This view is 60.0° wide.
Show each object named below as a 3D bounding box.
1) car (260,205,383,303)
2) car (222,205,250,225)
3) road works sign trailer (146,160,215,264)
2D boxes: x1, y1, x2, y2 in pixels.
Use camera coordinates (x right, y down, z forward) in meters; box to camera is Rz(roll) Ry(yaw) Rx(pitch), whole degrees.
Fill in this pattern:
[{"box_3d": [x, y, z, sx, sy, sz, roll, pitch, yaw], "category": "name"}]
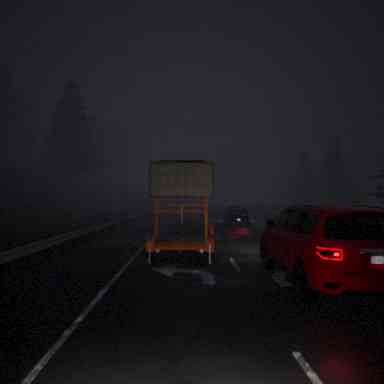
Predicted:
[{"box_3d": [3.327, 1.344, 8.636, 2.150, 2.045, 5.566, 0, -1, 0], "category": "car"}, {"box_3d": [3.582, 1.843, 27.217, 1.837, 1.490, 4.892, 0, -1, 2], "category": "car"}, {"box_3d": [-0.386, 0.606, 12.395, 2.380, 3.560, 2.880, 0, -1, 1], "category": "road works sign trailer"}]
